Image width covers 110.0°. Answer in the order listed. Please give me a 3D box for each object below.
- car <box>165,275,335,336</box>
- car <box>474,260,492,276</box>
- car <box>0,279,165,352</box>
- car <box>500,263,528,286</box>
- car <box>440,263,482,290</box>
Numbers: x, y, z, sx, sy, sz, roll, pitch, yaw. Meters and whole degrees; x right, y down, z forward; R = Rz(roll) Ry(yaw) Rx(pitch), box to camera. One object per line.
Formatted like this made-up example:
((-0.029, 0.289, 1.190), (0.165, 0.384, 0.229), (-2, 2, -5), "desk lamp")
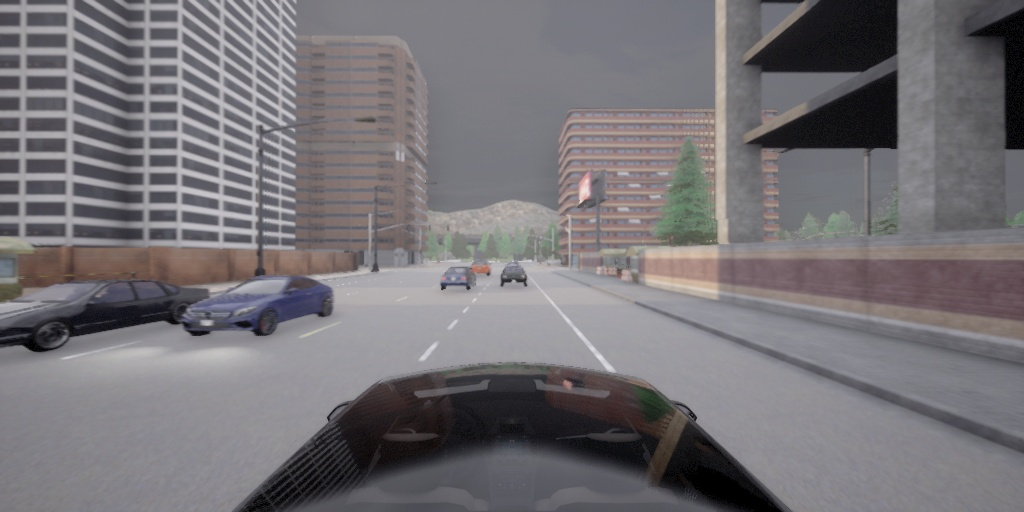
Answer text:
((-7.001, 1.296, 10.576), (1.812, 1.442, 4.674), (0, 0, 0), "car")
((-3.366, 1.229, 39.390), (2.097, 1.767, 4.553), (0, 0, 0), "car")
((-10.585, 1.309, 9.240), (2.033, 1.411, 5.357), (0, 0, 0), "car")
((0.122, 1.435, 26.359), (1.895, 1.301, 4.718), (0, 0, 0), "car")
((-3.379, 1.366, 23.231), (2.033, 1.411, 5.357), (0, 0, 0), "car")
